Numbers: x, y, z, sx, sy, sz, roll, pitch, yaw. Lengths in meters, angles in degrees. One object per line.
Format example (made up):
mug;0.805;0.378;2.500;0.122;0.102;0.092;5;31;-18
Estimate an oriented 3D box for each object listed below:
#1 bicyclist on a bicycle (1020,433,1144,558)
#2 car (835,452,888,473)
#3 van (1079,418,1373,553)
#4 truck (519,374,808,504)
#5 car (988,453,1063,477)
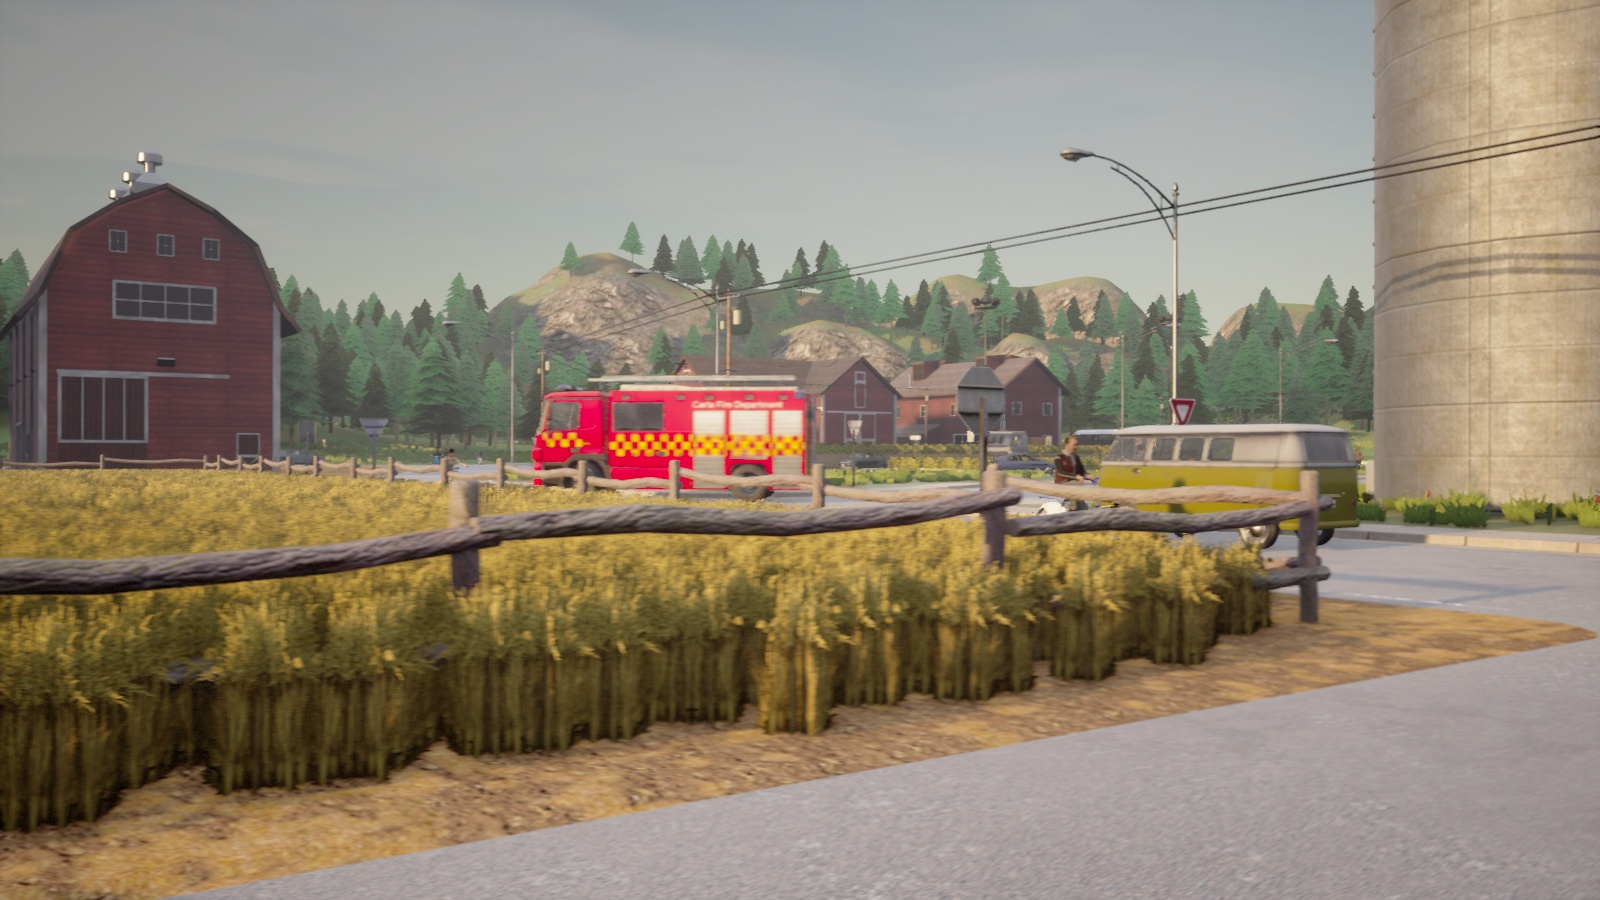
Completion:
bicyclist on a bicycle;4.178;0.649;18.734;0.659;1.776;1.843;0;0;-35
car;4.684;0.931;95.658;3.705;1.549;1.789;0;0;-35
van;6.925;0.529;20.867;1.775;1.987;4.442;0;0;-34
truck;-4.115;-0.322;38.900;8.468;3.827;2.891;0;0;6
car;13.893;0.903;77.411;4.193;1.474;1.816;0;0;-11
